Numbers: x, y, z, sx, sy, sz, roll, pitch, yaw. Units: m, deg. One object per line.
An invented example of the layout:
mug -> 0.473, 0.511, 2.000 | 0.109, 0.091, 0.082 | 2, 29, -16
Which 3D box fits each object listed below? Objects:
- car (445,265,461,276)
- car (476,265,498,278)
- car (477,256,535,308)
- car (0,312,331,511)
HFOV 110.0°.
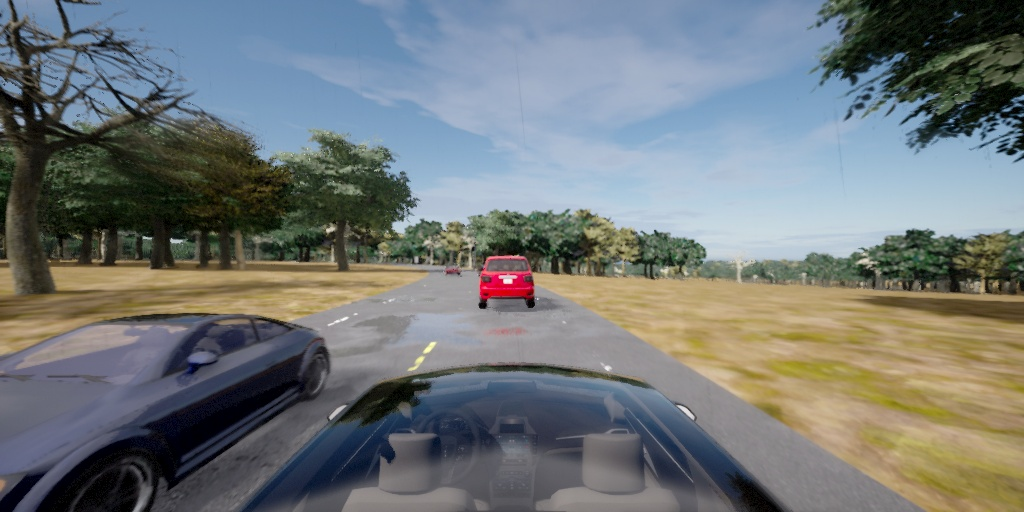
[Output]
car -> -7.329, 1.826, 44.659 | 1.895, 1.301, 4.718 | 0, -1, -10
car -> -2.976, 1.729, 41.254 | 2.033, 1.411, 5.357 | 0, -1, -9
car -> -0.297, 1.056, 15.794 | 2.150, 2.045, 5.566 | 0, -1, -3
car -> -3.654, 1.315, 3.615 | 1.994, 1.385, 4.181 | 0, 0, -1
